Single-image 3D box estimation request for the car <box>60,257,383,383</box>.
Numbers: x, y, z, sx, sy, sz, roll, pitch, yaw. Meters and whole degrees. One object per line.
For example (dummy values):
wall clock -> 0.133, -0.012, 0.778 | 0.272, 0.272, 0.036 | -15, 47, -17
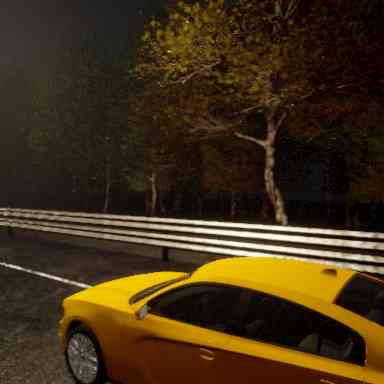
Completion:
car -> 0.604, 1.471, 3.571 | 5.008, 1.535, 1.882 | 0, 0, 36
